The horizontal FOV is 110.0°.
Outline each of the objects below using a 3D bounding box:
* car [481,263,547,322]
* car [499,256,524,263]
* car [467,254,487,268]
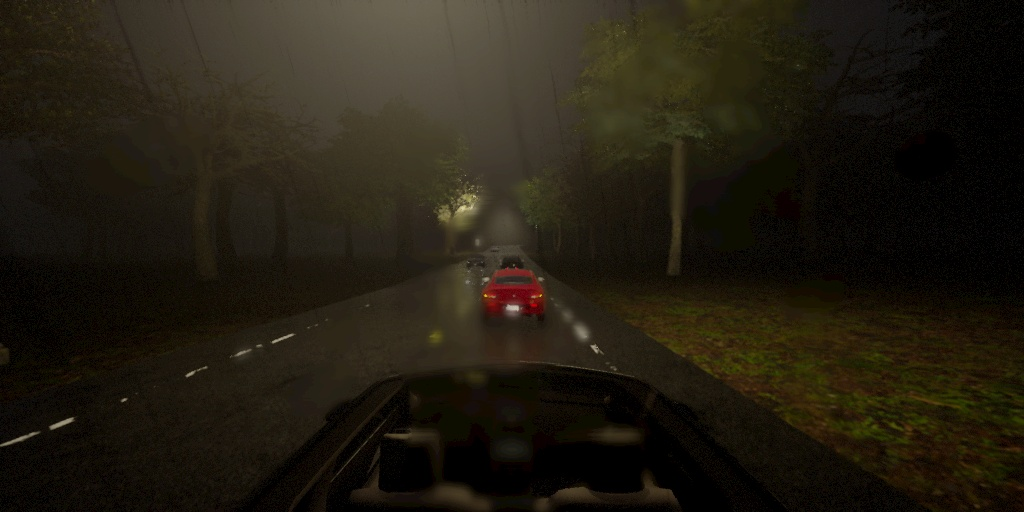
[{"bbox_3d":[0.053,1.124,11.432,1.812,1.442,4.674,0,1,0],"label":"car"},{"bbox_3d":[-0.023,0.739,30.468,1.837,1.490,4.892,0,1,0],"label":"car"},{"bbox_3d":[-3.746,0.513,38.600,1.812,1.442,4.674,0,2,0],"label":"car"}]
